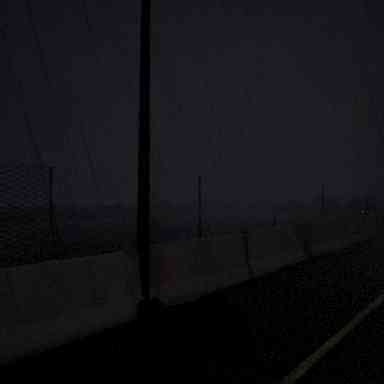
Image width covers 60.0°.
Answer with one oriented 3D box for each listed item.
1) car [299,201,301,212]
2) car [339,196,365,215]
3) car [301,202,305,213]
[{"bbox_3d":[11.489,1.735,38.335,2.128,1.511,4.902,0,-1,43],"label":"car"},{"bbox_3d":[17.548,1.471,34.574,2.150,2.045,5.566,0,-1,43],"label":"car"},{"bbox_3d":[14.537,1.468,36.475,2.150,2.045,5.566,0,-1,43],"label":"car"}]
